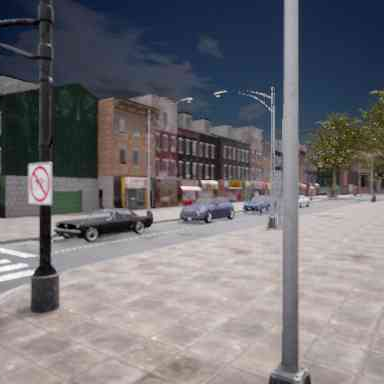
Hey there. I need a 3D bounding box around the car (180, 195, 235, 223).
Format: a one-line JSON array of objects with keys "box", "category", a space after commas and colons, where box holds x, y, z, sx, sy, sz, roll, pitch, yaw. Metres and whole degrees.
[{"box": [1.130, 1.123, 23.250, 2.097, 1.767, 4.553, 0, 1, 35], "category": "car"}]

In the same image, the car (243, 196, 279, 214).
[{"box": [6.401, 1.134, 30.622, 1.882, 1.535, 5.008, 0, 1, 35], "category": "car"}]

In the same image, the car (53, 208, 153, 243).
[{"box": [-4.084, 1.492, 15.950, 1.895, 1.301, 4.718, 0, 1, 35], "category": "car"}]

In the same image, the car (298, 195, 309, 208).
[{"box": [12.235, 1.064, 38.754, 1.812, 1.442, 4.674, 0, 1, 36], "category": "car"}]
